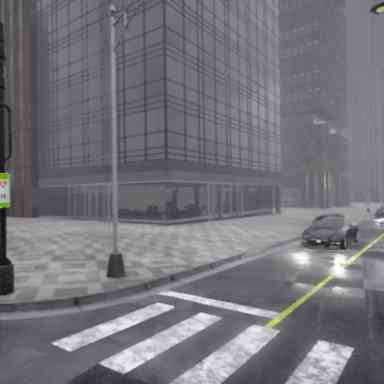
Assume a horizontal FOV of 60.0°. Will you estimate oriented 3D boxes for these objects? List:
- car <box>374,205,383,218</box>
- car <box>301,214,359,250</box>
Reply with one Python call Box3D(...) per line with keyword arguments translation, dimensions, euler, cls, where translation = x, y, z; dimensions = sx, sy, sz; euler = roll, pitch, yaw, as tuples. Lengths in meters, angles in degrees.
Box3D(translation=(21.237, 2.147, 36.259), dimensions=(1.994, 1.385, 4.181), euler=(-1, -1, 36), cls="car")
Box3D(translation=(6.719, 1.841, 15.963), dimensions=(1.837, 1.490, 4.892), euler=(-1, -1, 36), cls="car")
